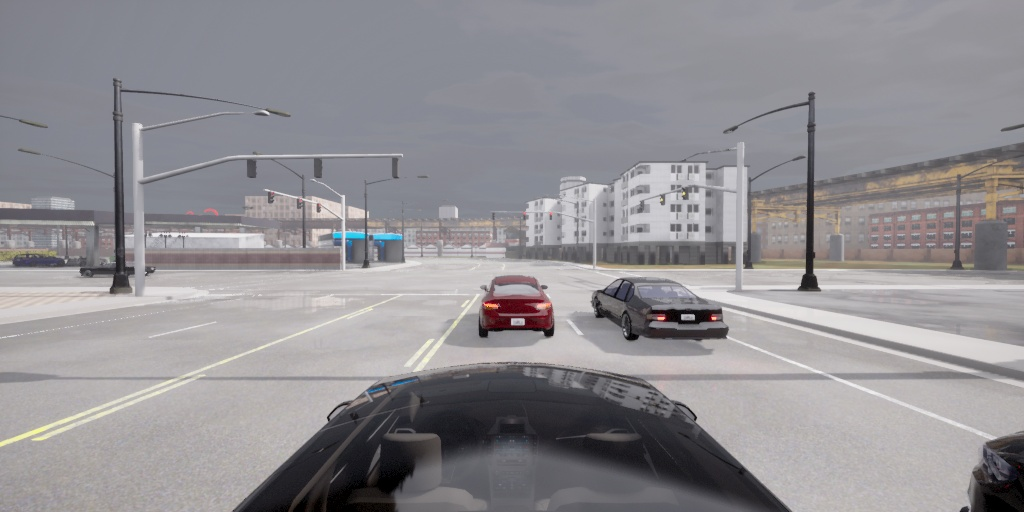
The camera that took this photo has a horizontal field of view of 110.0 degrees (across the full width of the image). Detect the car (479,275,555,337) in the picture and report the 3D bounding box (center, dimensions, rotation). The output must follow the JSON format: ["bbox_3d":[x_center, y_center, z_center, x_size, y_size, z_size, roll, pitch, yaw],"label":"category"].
[{"bbox_3d":[0.071,1.256,10.102,1.812,1.442,4.674,0,0,-1],"label":"car"}]

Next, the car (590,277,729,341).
[{"bbox_3d":[3.582,1.282,9.817,2.033,1.411,5.357,0,0,0],"label":"car"}]

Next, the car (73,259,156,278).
[{"bbox_3d":[-33.323,1.134,30.305,4.718,1.301,1.895,0,1,-1],"label":"car"}]
